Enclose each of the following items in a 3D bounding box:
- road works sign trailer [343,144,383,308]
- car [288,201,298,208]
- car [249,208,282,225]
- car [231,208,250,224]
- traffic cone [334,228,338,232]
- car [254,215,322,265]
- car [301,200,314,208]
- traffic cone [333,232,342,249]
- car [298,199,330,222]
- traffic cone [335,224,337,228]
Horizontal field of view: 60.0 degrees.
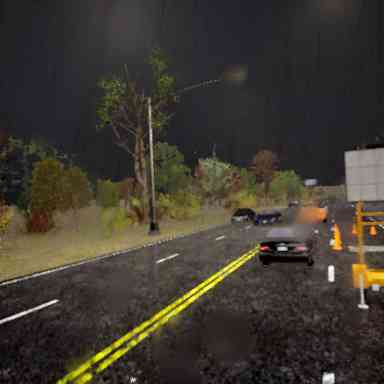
[{"bbox_3d":[5.003,0.615,7.958,2.380,3.560,2.880,-3,-2,23],"label":"road works sign trailer"},{"bbox_3d":[21.728,2.647,71.296,1.895,1.301,4.718,-3,-2,24],"label":"car"},{"bbox_3d":[6.548,2.201,28.338,1.994,1.385,4.181,-3,-2,23],"label":"car"},{"bbox_3d":[5.294,2.361,33.623,1.812,1.442,4.674,-3,-2,23],"label":"car"},{"bbox_3d":[7.278,2.246,16.729,0.340,0.580,0.340,-3,-2,23],"label":"traffic cone"},{"bbox_3d":[3.884,1.903,13.144,2.033,1.411,5.357,-3,-1,22],"label":"car"},{"bbox_3d":[22.869,2.354,65.824,1.882,1.535,5.008,-3,-2,24],"label":"car"},{"bbox_3d":[6.497,2.231,14.889,0.340,0.580,0.340,-3,-2,23],"label":"traffic cone"},{"bbox_3d":[11.532,1.841,31.237,2.097,1.767,4.553,-3,-2,23],"label":"car"},{"bbox_3d":[8.060,2.261,18.570,0.340,0.580,0.340,-3,-2,23],"label":"traffic cone"}]
